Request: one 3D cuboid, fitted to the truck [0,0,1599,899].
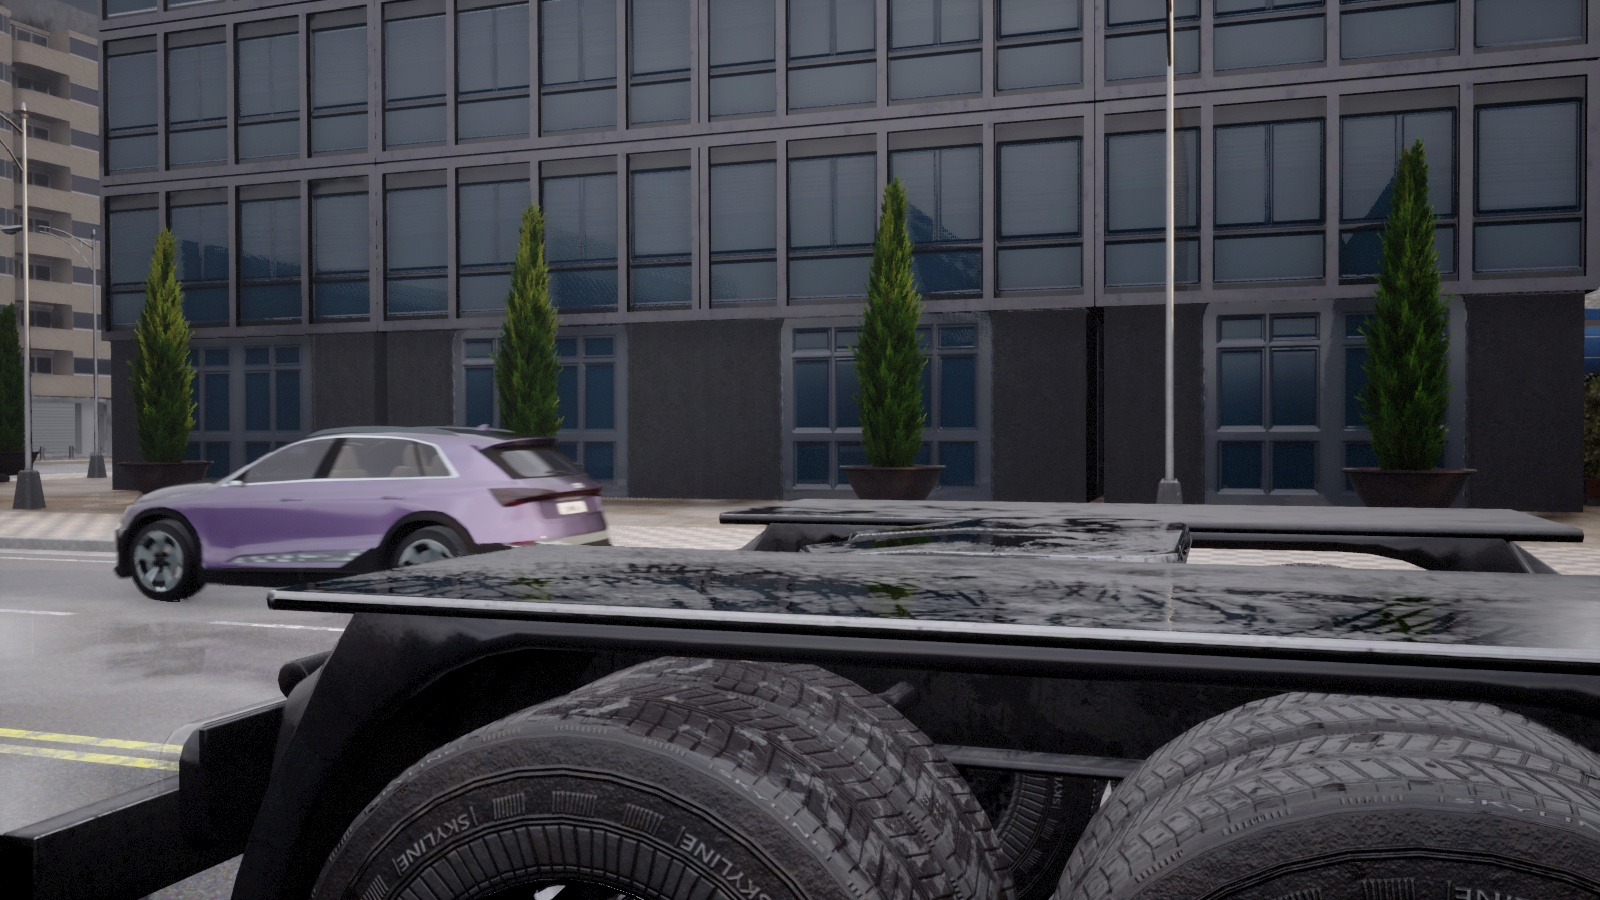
[{"bbox_3d":[2.642,-0.182,2.289,7.936,3.462,2.891,1,1,19],"label":"truck"}]

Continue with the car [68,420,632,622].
[{"bbox_3d":[-4.263,0.548,12.013,4.856,1.649,2.033,1,1,19],"label":"car"}]
